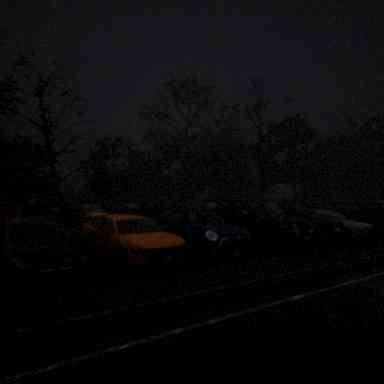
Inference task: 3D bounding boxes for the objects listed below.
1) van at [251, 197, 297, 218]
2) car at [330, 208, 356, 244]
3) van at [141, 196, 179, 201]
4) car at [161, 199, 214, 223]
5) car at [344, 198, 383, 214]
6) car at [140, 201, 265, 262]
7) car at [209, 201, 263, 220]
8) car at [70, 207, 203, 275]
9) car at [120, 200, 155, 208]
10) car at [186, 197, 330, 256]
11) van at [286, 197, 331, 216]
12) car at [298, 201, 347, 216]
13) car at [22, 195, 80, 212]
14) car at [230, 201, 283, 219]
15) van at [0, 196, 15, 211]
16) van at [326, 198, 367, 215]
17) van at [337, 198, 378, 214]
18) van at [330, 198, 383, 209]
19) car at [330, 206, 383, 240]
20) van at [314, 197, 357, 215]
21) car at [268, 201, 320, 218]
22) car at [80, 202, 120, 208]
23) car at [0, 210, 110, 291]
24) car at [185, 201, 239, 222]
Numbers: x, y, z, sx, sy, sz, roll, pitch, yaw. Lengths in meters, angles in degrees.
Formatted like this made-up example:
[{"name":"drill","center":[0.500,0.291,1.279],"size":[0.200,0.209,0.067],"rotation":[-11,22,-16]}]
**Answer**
[{"name":"van","center":[8.459,1.527,34.549],"size":[1.878,1.987,4.442],"rotation":[1,-1,-36]},{"name":"car","center":[4.685,1.608,15.661],"size":[2.163,1.488,4.792],"rotation":[1,-1,-36]},{"name":"van","center":[-2.806,1.354,26.492],"size":[1.878,1.987,4.442],"rotation":[1,-1,-36]},{"name":"car","center":[-0.469,1.488,27.982],"size":[2.185,1.767,4.553],"rotation":[1,-1,-36]},{"name":"car","center":[24.198,1.891,45.627],"size":[2.435,2.045,5.566],"rotation":[2,-1,-36]},{"name":"car","center":[0.173,1.386,12.437],"size":[2.185,1.767,4.553],"rotation":[1,-1,-36]},{"name":"car","center":[4.022,1.683,31.225],"size":[2.097,1.535,5.008],"rotation":[1,-1,-36]},{"name":"car","center":[-2.073,1.484,10.800],"size":[2.097,1.535,5.008],"rotation":[1,0,-36]},{"name":"car","center":[-4.991,1.546,24.778],"size":[2.231,1.521,4.892],"rotation":[1,-1,-36]},{"name":"car","center":[2.463,1.292,14.001],"size":[2.435,2.045,5.566],"rotation":[1,-1,-36]},{"name":"van","center":[13.101,1.596,37.581],"size":[1.878,1.987,4.442],"rotation":[1,-1,-36]},{"name":"car","center":[15.280,1.856,39.290],"size":[2.097,1.535,5.008],"rotation":[1,-1,-36]},{"name":"car","center":[-9.511,1.232,21.587],"size":[2.435,2.045,5.566],"rotation":[0,0,-36]},{"name":"car","center":[6.275,1.719,32.836],"size":[2.231,1.521,4.892],"rotation":[1,-1,-36]},{"name":"van","center":[-11.916,1.239,19.978],"size":[1.878,1.987,4.442],"rotation":[0,0,-36]},{"name":"van","center":[19.710,1.761,42.595],"size":[1.878,1.987,4.442],"rotation":[2,-1,-36]},{"name":"van","center":[21.861,1.837,44.133],"size":[1.878,1.987,4.442],"rotation":[2,-1,-36]},{"name":"van","center":[9.152,1.422,18.963],"size":[1.878,1.987,4.442],"rotation":[1,-1,-36]},{"name":"car","center":[6.958,1.653,17.254],"size":[2.002,1.452,4.674],"rotation":[1,0,-36]},{"name":"van","center":[17.485,1.678,40.717],"size":[1.878,1.987,4.442],"rotation":[1,-1,-36]},{"name":"car","center":[10.886,1.784,35.914],"size":[1.946,1.575,5.366],"rotation":[1,-1,-36]},{"name":"car","center":[-7.137,1.509,23.023],"size":[1.946,1.575,5.366],"rotation":[1,0,-36]},{"name":"car","center":[-4.327,1.466,9.187],"size":[2.231,1.521,4.892],"rotation":[0,0,-36]},{"name":"car","center":[1.667,1.647,29.541],"size":[2.097,1.535,5.008],"rotation":[1,-1,-36]}]
